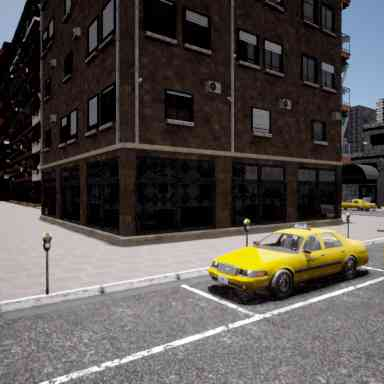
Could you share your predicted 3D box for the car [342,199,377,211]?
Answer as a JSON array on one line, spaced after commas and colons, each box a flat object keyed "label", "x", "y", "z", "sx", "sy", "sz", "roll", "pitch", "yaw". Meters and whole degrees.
[{"label": "car", "x": 19.281, "y": 1.469, "z": 39.658, "sx": 1.752, "sy": 1.417, "sz": 4.829, "roll": 0, "pitch": 0, "yaw": -35}]

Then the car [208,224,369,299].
[{"label": "car", "x": 2.614, "y": 1.525, "z": 8.433, "sx": 4.829, "sy": 1.417, "sz": 1.752, "roll": 0, "pitch": 0, "yaw": -36}]
